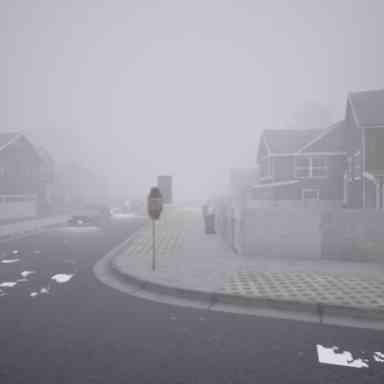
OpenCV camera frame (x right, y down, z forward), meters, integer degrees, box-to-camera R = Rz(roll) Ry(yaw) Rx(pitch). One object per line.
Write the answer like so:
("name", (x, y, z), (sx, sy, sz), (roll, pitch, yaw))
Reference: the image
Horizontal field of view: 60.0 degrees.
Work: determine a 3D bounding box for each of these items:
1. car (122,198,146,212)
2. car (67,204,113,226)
("car", (-6.573, 1.477, 37.834), (2.128, 1.511, 4.902), (-1, 0, 4))
("car", (-7.185, 1.557, 24.158), (2.033, 1.411, 5.357), (-1, 0, 1))
